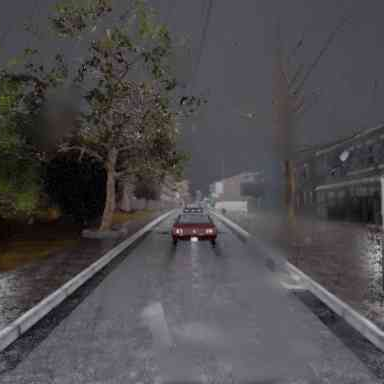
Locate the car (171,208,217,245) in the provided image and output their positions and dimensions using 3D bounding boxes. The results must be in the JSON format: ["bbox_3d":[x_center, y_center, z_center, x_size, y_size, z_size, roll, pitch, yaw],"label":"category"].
[{"bbox_3d":[0.091,1.621,15.649,1.895,1.301,4.718,0,0,0],"label":"car"}]

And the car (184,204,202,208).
[{"bbox_3d":[0.094,1.854,33.511,1.895,1.301,4.718,0,-1,0],"label":"car"}]
